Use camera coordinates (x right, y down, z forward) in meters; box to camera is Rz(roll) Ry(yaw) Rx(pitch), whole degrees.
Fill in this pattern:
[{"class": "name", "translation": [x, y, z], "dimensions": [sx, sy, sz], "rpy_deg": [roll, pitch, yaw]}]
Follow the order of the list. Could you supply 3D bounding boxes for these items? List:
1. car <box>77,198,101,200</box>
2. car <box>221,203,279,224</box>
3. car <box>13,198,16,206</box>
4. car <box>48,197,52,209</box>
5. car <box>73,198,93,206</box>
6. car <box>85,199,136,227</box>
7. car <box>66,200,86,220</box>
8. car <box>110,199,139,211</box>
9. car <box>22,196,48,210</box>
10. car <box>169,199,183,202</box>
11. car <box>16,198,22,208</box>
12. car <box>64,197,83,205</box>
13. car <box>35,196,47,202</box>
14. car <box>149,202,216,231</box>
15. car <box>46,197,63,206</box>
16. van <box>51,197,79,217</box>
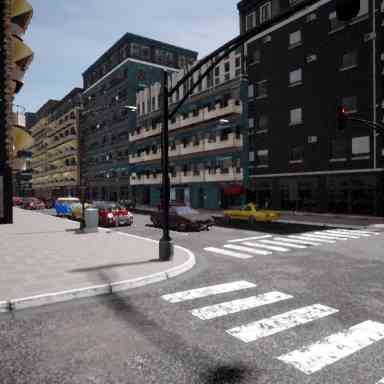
[{"class": "car", "translation": [-9.505, 1.646, 33.538], "dimensions": [2.033, 1.411, 5.357], "rpy_deg": [-1, 1, -36]}, {"class": "car", "translation": [4.103, 1.498, 24.458], "dimensions": [1.752, 1.417, 4.829], "rpy_deg": [-1, 1, -36]}, {"class": "car", "translation": [-31.591, 1.782, 59.957], "dimensions": [1.887, 1.381, 4.507], "rpy_deg": [-1, 1, -36]}, {"class": "car", "translation": [-20.465, 1.679, 49.025], "dimensions": [1.837, 1.490, 4.892], "rpy_deg": [-1, 0, -36]}, {"class": "car", "translation": [-18.336, 1.644, 55.828], "dimensions": [1.947, 1.339, 4.313], "rpy_deg": [-1, 1, -36]}, {"class": "car", "translation": [-5.835, 1.553, 23.946], "dimensions": [1.967, 1.590, 4.097], "rpy_deg": [-1, 1, -36]}, {"class": "car", "translation": [-8.954, 1.652, 28.309], "dimensions": [1.752, 1.417, 4.829], "rpy_deg": [-1, 1, -36]}, {"class": "car", "translation": [-8.677, 1.581, 42.324], "dimensions": [2.008, 1.369, 4.403], "rpy_deg": [-1, 1, -36]}, {"class": "car", "translation": [-21.934, 1.628, 46.452], "dimensions": [1.967, 1.590, 4.097], "rpy_deg": [-1, 1, -36]}, {"class": "car", "translation": [-2.239, 1.441, 33.321], "dimensions": [1.967, 1.590, 4.097], "rpy_deg": [-1, 1, -36]}, {"class": "car", "translation": [-25.151, 1.770, 50.954], "dimensions": [1.947, 1.339, 4.313], "rpy_deg": [-1, 1, -36]}, {"class": "car", "translation": [-21.556, 1.645, 60.330], "dimensions": [2.008, 1.369, 4.403], "rpy_deg": [-1, 1, -36]}, {"class": "car", "translation": [-37.654, 1.728, 82.837], "dimensions": [1.887, 1.381, 4.507], "rpy_deg": [-1, 1, -36]}, {"class": "car", "translation": [-0.805, 1.608, 21.371], "dimensions": [2.033, 1.411, 5.357], "rpy_deg": [-1, 0, -36]}, {"class": "car", "translation": [-25.360, 1.647, 61.197], "dimensions": [1.837, 1.490, 4.892], "rpy_deg": [-1, 0, -36]}, {"class": "van", "translation": [-12.276, 1.483, 32.947], "dimensions": [1.690, 1.788, 3.998], "rpy_deg": [-1, 1, -36]}]
